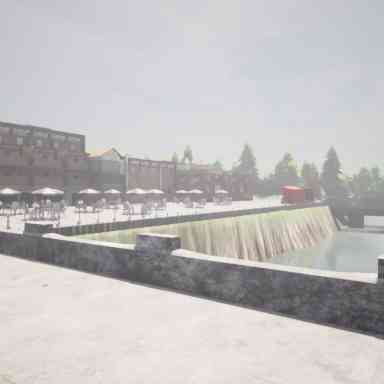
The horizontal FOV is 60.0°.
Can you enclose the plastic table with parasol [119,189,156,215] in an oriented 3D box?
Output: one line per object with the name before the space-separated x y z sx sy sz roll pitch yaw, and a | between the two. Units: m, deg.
plastic table with parasol | -5.329 0.925 32.530 2.482 2.480 2.482 0 0 35
